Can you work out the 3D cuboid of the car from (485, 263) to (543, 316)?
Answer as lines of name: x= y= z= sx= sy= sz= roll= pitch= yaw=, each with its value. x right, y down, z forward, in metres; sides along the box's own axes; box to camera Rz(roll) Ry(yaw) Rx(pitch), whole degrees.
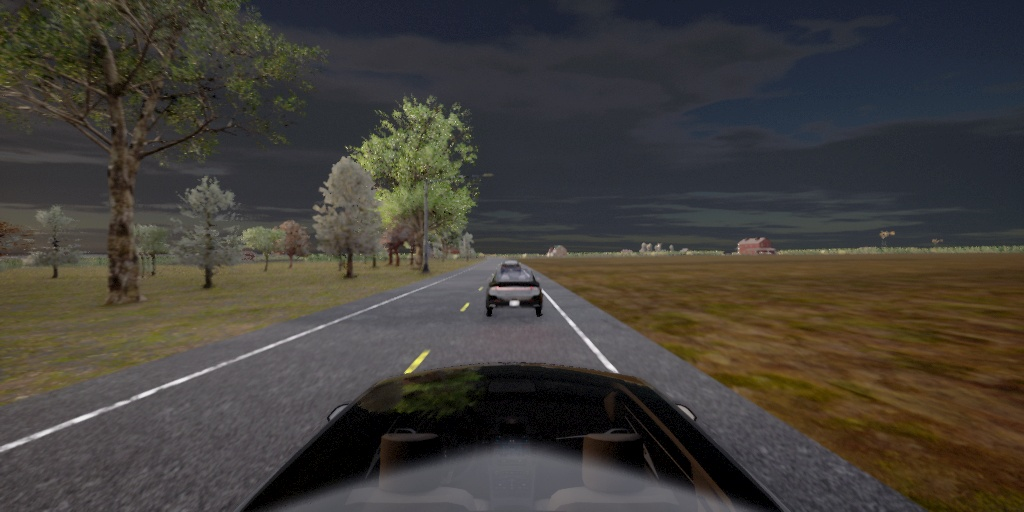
car: x=0.066 y=1.188 z=13.110 sx=2.128 sy=1.511 sz=4.902 roll=0 pitch=0 yaw=0

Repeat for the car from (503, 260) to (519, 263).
car: x=-0.115 y=1.080 z=35.098 sx=1.882 sy=1.535 sz=5.008 roll=0 pitch=0 yaw=-1
